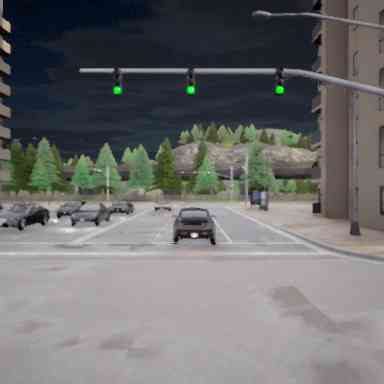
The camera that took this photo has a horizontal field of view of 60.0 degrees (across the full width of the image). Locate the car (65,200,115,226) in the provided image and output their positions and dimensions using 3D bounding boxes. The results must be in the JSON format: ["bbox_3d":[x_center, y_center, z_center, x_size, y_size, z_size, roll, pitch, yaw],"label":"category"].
[{"bbox_3d":[-7.089,1.530,23.723,1.812,1.442,4.674,0,0,-1],"label":"car"}]

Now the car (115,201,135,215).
[{"bbox_3d":[-7.061,1.570,33.636,1.994,1.385,4.181,0,0,0],"label":"car"}]

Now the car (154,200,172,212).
[{"bbox_3d":[-3.394,1.608,39.558,1.895,1.301,4.718,0,0,0],"label":"car"}]

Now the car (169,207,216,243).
[{"bbox_3d":[0.102,1.508,16.012,1.837,1.490,4.892,0,0,0],"label":"car"}]

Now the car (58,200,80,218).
[{"bbox_3d":[-10.569,1.511,30.038,1.837,1.490,4.892,0,0,0],"label":"car"}]

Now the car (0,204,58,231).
[{"bbox_3d":[-10.593,1.496,20.764,2.128,1.511,4.902,0,0,0],"label":"car"}]
